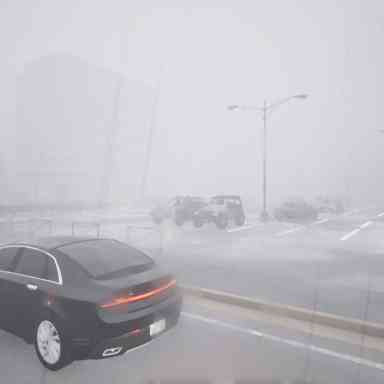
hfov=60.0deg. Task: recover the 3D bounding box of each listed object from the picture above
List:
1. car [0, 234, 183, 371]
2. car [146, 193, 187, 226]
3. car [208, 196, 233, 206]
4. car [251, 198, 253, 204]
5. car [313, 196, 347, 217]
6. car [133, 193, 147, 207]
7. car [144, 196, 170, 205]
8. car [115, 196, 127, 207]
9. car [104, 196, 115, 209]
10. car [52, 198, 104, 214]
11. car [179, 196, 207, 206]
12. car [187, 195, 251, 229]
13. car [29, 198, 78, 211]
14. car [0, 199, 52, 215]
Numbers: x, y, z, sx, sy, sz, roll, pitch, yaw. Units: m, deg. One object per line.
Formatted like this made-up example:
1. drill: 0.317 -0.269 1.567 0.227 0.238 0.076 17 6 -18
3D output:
1. car: -2.416 1.505 5.725 4.892 1.490 1.837 0 0 36
2. car: -0.617 1.153 21.873 1.932 1.855 4.605 0 0 34
3. car: 4.770 1.491 54.838 2.128 1.511 4.902 0 0 34
4. car: 9.892 1.505 62.446 1.837 1.490 4.892 0 0 34
5. car: 13.796 1.395 33.136 1.970 1.475 3.806 0 0 34
6. car: -6.564 1.221 50.853 2.150 2.045 5.566 0 0 34
7. car: -6.007 1.526 57.912 1.812 1.442 4.674 0 0 35
8. car: -11.788 1.352 49.403 2.097 1.767 4.553 0 0 34
9. car: -12.452 1.526 42.143 1.812 1.442 4.674 0 0 34
10. car: -12.211 1.525 35.887 1.812 1.442 4.674 0 0 34
11. car: 0.187 1.491 54.299 2.128 1.511 4.902 0 0 34
12. car: 1.747 1.156 20.203 1.905 1.878 3.866 0 0 34
13. car: -17.126 1.547 41.486 2.033 1.411 5.357 0 0 34
14. car: -17.455 1.601 34.732 1.895 1.301 4.718 0 0 34
